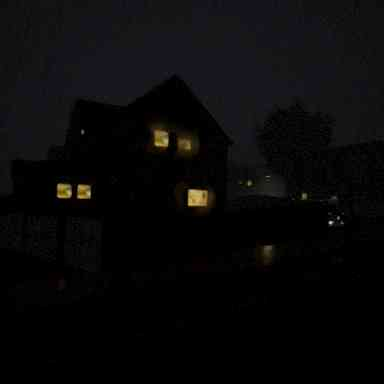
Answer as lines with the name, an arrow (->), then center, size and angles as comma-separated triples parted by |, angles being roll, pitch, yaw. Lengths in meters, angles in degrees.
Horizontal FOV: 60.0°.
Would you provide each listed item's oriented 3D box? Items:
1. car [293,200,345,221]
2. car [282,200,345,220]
car -> 7.689, 1.233, 22.992 | 2.033, 1.411, 5.357 | 3, -2, -34
car -> 9.293, 1.363, 25.795 | 1.994, 1.385, 4.181 | 3, -2, -33
